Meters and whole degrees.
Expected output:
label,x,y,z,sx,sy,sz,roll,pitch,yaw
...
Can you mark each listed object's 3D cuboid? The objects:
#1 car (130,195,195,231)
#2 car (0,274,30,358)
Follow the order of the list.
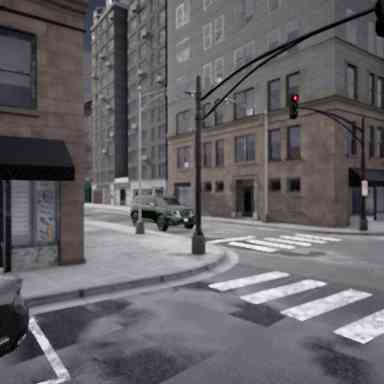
label,x,y,z,sx,sy,sz,roll,pitch,yaw
car,-1.945,1.220,20.933,2.150,2.045,5.566,0,0,-36
car,-4.180,1.553,3.543,4.403,1.369,2.008,0,0,-36
